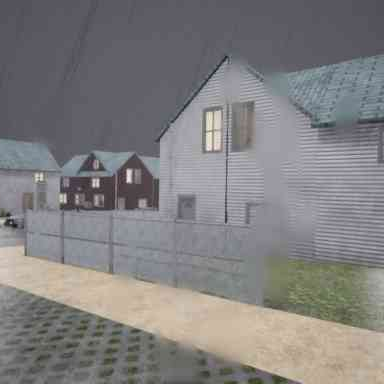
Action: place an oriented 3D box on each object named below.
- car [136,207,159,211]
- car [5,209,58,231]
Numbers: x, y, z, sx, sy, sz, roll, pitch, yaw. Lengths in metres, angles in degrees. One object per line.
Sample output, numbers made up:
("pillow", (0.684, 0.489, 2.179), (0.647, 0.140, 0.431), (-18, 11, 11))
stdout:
("car", (-4.431, 2.079, 30.791), (1.895, 1.301, 4.718), (2, 0, 37))
("car", (-10.360, 1.824, 22.790), (1.994, 1.385, 4.181), (2, 0, 37))
